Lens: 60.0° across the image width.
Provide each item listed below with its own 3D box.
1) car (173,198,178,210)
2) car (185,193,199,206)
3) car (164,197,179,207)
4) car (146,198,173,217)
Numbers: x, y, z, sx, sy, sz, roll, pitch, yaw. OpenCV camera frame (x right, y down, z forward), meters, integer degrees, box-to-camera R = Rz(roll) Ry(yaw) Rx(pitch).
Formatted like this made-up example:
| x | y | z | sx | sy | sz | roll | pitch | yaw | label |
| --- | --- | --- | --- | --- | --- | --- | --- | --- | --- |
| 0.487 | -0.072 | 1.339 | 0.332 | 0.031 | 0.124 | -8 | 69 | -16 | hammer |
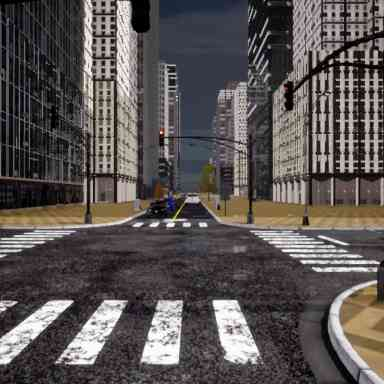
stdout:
| x | y | z | sx | sy | sz | roll | pitch | yaw | label |
| --- | --- | --- | --- | --- | --- | --- | --- | --- | --- |
| -3.128 | 1.475 | 40.712 | 1.882 | 1.535 | 5.008 | 0 | 0 | 0 | car |
| 0.059 | 1.214 | 55.943 | 2.150 | 2.045 | 5.566 | 0 | 0 | 0 | car |
| -3.132 | 1.560 | 50.589 | 1.994 | 1.385 | 4.181 | 0 | 0 | 0 | car |
| -3.124 | 1.504 | 31.189 | 1.837 | 1.490 | 4.892 | 0 | 0 | 0 | car |
